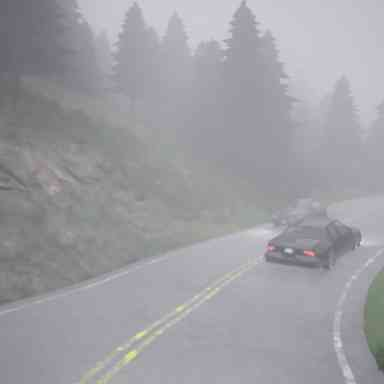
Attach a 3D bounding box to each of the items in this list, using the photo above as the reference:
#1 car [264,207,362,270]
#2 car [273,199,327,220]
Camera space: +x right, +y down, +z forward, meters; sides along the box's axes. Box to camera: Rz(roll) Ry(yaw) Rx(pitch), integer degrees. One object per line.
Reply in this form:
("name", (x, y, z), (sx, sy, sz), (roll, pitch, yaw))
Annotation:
("car", (4.580, 1.681, 12.117), (2.033, 1.411, 5.357), (1, 5, 40))
("car", (6.376, 1.170, 19.242), (1.812, 1.442, 4.674), (1, 5, 41))
